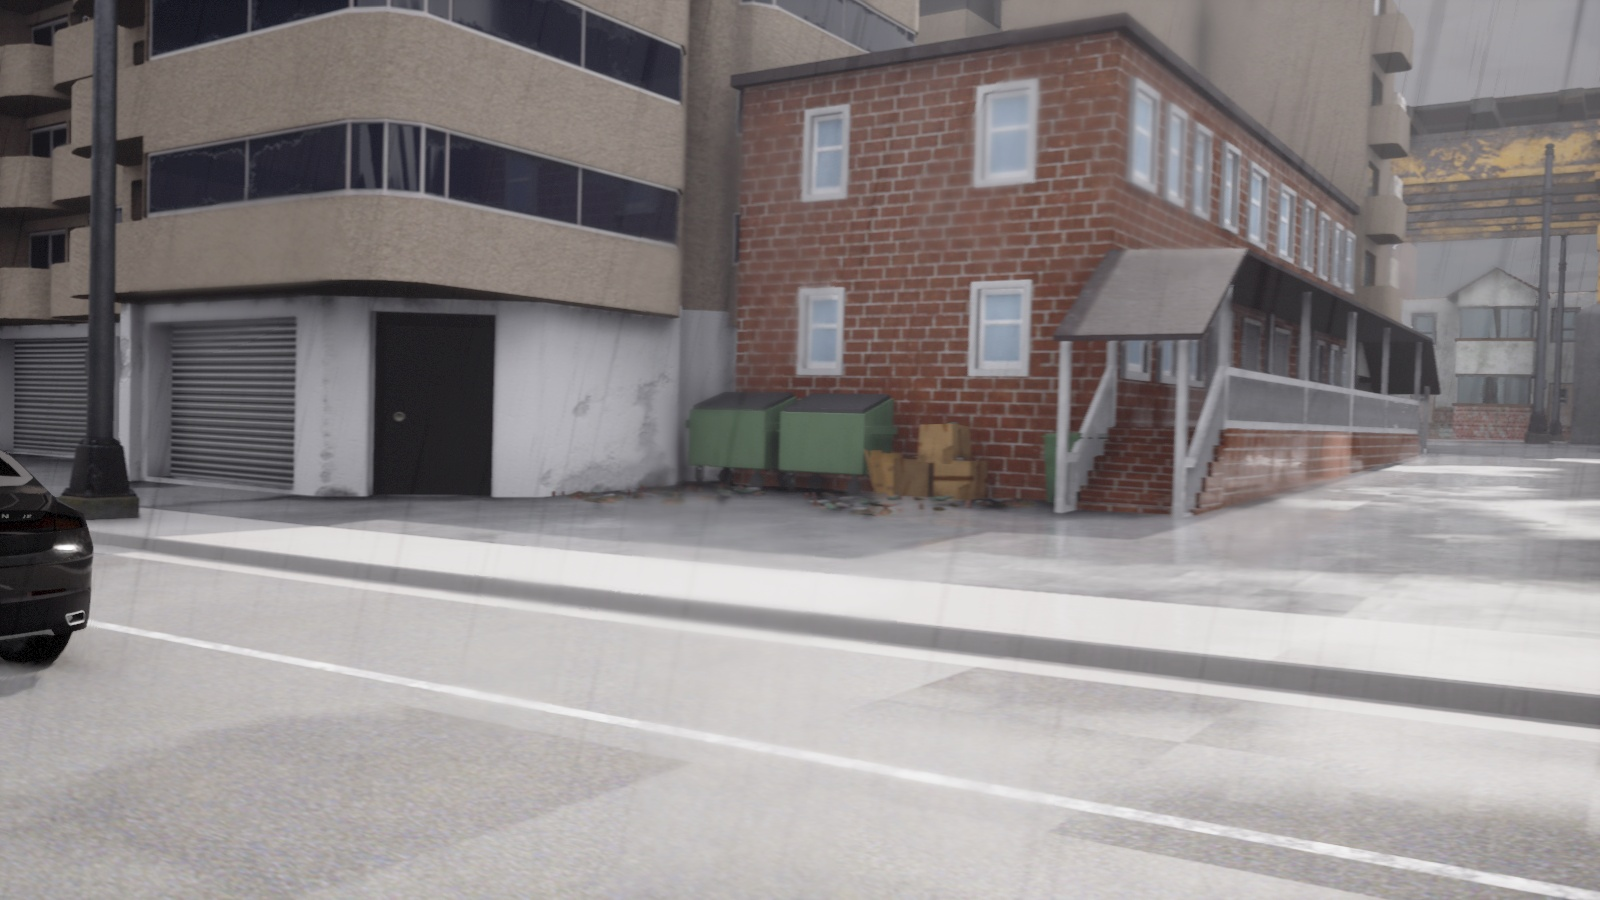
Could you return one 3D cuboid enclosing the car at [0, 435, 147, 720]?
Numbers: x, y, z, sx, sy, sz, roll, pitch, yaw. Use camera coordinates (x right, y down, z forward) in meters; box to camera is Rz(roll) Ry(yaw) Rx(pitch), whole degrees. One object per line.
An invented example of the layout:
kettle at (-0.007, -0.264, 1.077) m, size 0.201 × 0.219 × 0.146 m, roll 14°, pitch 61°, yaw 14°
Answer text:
car at (-6.313, 0.654, 7.818) m, size 4.892 × 1.490 × 1.837 m, roll 1°, pitch 1°, yaw 34°
